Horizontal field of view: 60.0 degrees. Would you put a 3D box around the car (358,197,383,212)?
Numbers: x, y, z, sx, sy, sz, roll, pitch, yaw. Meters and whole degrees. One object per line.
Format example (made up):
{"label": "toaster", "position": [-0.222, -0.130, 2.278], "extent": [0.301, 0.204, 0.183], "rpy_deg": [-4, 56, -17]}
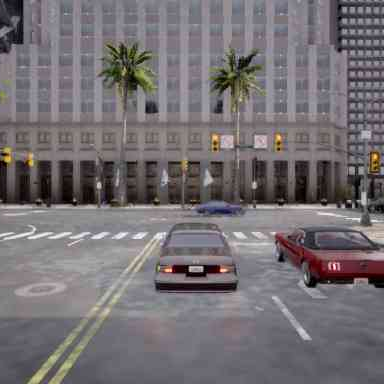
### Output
{"label": "car", "position": [21.401, 1.352, 37.817], "extent": [4.553, 1.767, 2.097], "rpy_deg": [0, 0, 0]}

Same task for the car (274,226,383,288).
{"label": "car", "position": [3.643, 1.601, 9.244], "extent": [1.895, 1.301, 4.718], "rpy_deg": [0, 0, 2]}

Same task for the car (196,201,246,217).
{"label": "car", "position": [2.658, 1.526, 30.713], "extent": [4.674, 1.442, 1.812], "rpy_deg": [0, 0, 0]}

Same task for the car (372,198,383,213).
{"label": "car", "position": [21.667, 1.601, 34.315], "extent": [4.718, 1.301, 1.895], "rpy_deg": [0, 0, 0]}

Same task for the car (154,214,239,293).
{"label": "car", "position": [0.097, 1.547, 8.977], "extent": [2.033, 1.411, 5.357], "rpy_deg": [0, 0, 0]}
